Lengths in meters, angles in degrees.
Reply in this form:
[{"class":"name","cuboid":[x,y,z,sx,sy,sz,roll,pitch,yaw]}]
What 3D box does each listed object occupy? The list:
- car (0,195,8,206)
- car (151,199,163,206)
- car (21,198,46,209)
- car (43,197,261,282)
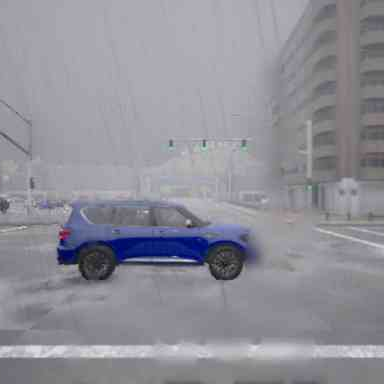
[{"class":"car","cuboid":[-43.628,1.728,74.073,1.905,1.878,3.866,0,0,0]},{"class":"car","cuboid":[-7.056,2.121,67.623,1.994,1.385,4.181,0,0,0]},{"class":"car","cuboid":[-26.757,1.832,56.596,1.970,1.475,3.806,0,0,0]},{"class":"car","cuboid":[-0.912,1.266,9.492,5.566,2.045,2.150,0,0,-1]}]
